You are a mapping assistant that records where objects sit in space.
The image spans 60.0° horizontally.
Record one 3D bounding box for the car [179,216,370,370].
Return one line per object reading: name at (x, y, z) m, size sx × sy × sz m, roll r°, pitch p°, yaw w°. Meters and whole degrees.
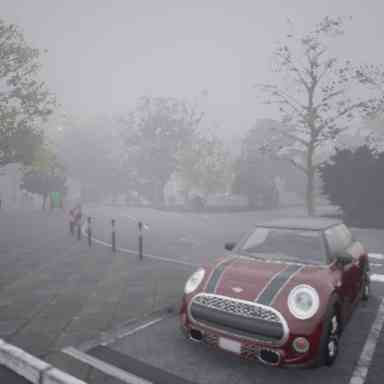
car at (1.754, 1.304, 5.957) m, size 2.185 × 1.767 × 4.553 m, roll 0°, pitch 0°, yaw 35°
